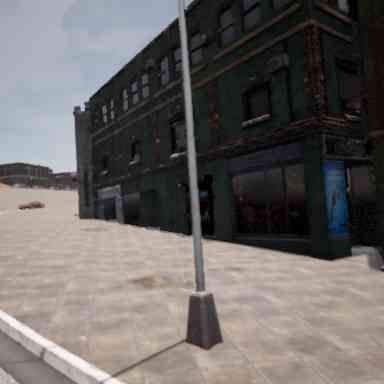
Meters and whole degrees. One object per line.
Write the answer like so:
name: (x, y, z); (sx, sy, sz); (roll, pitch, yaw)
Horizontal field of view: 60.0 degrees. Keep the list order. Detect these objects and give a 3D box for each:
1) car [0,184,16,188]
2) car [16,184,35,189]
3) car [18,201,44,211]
car: (-44.803, -1.177, 78.098); (2.097, 1.535, 5.008); (-5, -4, 24)
car: (-42.670, -1.152, 83.195); (2.185, 1.767, 4.553); (-5, -4, 23)
car: (-26.853, 2.217, 55.541); (1.882, 1.535, 5.008); (-5, -1, 8)
